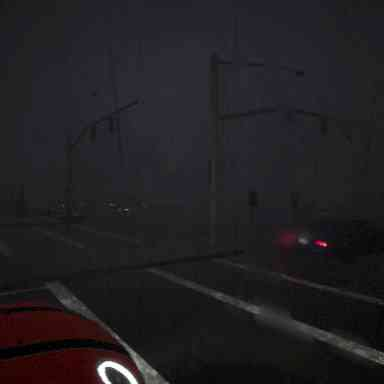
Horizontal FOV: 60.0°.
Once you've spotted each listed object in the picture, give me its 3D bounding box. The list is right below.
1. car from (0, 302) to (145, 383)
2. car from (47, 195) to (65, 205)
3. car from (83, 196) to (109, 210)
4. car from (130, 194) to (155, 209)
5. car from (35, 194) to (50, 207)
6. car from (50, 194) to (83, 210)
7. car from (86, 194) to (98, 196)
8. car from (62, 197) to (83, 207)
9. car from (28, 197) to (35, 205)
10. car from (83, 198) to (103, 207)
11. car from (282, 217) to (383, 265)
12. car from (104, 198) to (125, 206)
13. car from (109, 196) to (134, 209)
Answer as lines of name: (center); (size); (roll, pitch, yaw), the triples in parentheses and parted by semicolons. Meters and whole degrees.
car: (-2.502, 1.345, 1.962); (4.553, 1.767, 2.097); (1, 0, -35)
car: (-25.537, 1.470, 62.541); (2.097, 1.767, 4.553); (1, 0, -36)
car: (-13.937, 1.666, 46.463); (2.033, 1.411, 5.357); (1, 0, -36)
car: (-7.681, 1.395, 49.785); (2.150, 2.045, 5.566); (1, 0, -36)
car: (-22.899, 1.313, 52.882); (2.150, 2.045, 5.566); (1, 0, -36)
car: (-16.966, 1.314, 44.678); (2.150, 2.045, 5.566); (1, 0, -35)
car: (-19.845, 1.397, 66.617); (2.150, 2.045, 5.566); (1, 0, -36)
car: (-19.526, 1.623, 54.201); (1.837, 1.490, 4.892); (1, 0, -36)
car: (-28.825, 1.569, 61.109); (1.882, 1.535, 5.008); (1, 0, -36)
car: (-16.821, 1.746, 56.453); (1.895, 1.301, 4.718); (1, 0, -36)
car: (5.584, 1.635, 12.028); (5.357, 1.411, 2.033); (1, 0, -35)
car: (-13.565, 1.736, 57.935); (1.994, 1.385, 4.181); (1, 0, -37)
car: (-10.938, 1.693, 48.293); (2.033, 1.411, 5.357); (1, 0, -36)
